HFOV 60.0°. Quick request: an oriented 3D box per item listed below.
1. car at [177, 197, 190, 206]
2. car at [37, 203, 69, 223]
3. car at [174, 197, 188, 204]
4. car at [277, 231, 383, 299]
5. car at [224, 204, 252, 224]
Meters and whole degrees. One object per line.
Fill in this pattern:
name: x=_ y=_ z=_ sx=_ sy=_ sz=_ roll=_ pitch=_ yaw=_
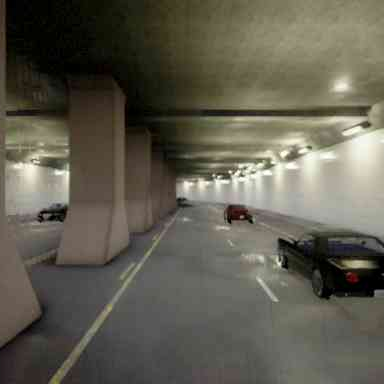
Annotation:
car: x=-1.340 y=1.821 z=59.661 sx=1.812 sy=1.442 sz=4.674 roll=0 pitch=0 yaw=-3
car: x=-10.604 y=1.623 z=26.689 sx=2.128 sy=1.511 sz=4.902 roll=0 pitch=0 yaw=0
car: x=-2.501 y=1.838 z=76.665 sx=2.128 sy=1.511 sz=4.902 roll=0 pitch=0 yaw=-16
car: x=3.598 y=1.644 z=8.498 sx=1.895 sy=1.301 sz=4.718 roll=0 pitch=0 yaw=0
car: x=3.580 y=1.656 z=26.263 sx=1.812 sy=1.442 sz=4.674 roll=0 pitch=0 yaw=0
